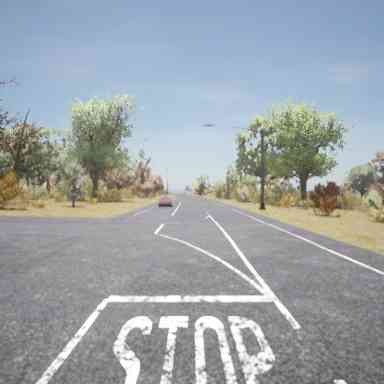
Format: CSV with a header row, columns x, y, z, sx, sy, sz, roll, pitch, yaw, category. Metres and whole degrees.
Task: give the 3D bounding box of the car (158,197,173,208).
x,y,z,sx,sy,sz,roll,pitch,yaw,category
-3.743,1.415,47.550,1.882,1.535,5.008,0,0,-1,car
